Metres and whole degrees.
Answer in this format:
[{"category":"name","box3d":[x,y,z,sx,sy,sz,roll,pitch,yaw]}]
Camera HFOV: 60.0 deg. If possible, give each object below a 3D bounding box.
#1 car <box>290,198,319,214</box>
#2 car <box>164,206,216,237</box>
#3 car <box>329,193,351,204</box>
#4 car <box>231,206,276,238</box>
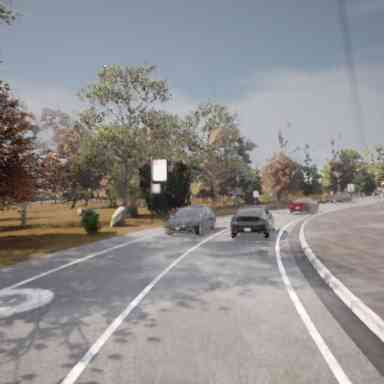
[{"category":"car","box3d":[11.482,1.359,33.864,1.882,1.535,5.008,-4,-1,34]},{"category":"car","box3d":[0.035,1.554,18.674,1.837,1.490,4.892,-2,-1,19]},{"category":"car","box3d":[23.234,1.004,52.076,4.892,1.490,1.837,-4,-1,-44]},{"category":"car","box3d":[3.288,1.481,17.606,1.837,1.490,4.892,-2,0,18]}]
